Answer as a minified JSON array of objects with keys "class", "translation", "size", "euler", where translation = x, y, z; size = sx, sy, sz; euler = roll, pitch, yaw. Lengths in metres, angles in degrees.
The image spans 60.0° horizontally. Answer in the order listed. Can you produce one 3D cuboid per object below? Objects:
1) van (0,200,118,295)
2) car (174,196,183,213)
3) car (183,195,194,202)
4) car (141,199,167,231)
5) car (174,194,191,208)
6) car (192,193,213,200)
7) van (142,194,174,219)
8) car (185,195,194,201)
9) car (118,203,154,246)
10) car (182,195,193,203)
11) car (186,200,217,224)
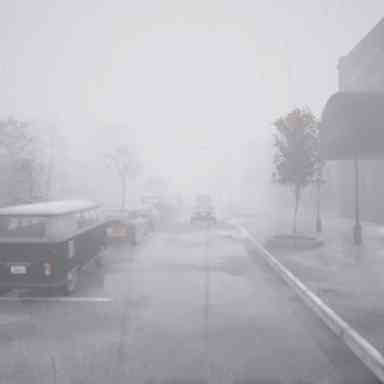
[{"class":"van","translation":[-3.488,1.253,8.814],"size":[1.878,1.987,4.442],"euler":[0,1,0]},{"class":"car","translation":[-2.440,1.549,37.474],"size":[2.002,1.452,4.674],"euler":[0,0,2]},{"class":"car","translation":[-0.817,1.573,81.812],"size":[2.231,1.521,4.892],"euler":[0,-1,4]},{"class":"car","translation":[-3.049,1.483,20.829],"size":[2.231,1.521,4.892],"euler":[0,1,0]},{"class":"car","translation":[-1.831,1.504,54.092],"size":[2.097,1.535,5.008],"euler":[0,0,4]},{"class":"car","translation":[1.506,1.227,42.677],"size":[2.150,2.045,5.566],"euler":[0,0,2]},{"class":"van","translation":[-2.836,1.281,26.511],"size":[1.878,1.987,4.442],"euler":[0,0,4]},{"class":"car","translation":[-0.614,1.561,87.350],"size":[2.097,1.535,5.008],"euler":[0,0,4]},{"class":"car","translation":[-3.252,1.511,15.322],"size":[2.163,1.488,4.792],"euler":[0,1,0]},{"class":"car","translation":[-1.020,1.563,76.260],"size":[2.097,1.535,5.008],"euler":[0,0,4]},{"class":"car","translation":[0.849,1.549,24.719],"size":[2.033,1.411,5.357],"euler":[0,0,2]}]
